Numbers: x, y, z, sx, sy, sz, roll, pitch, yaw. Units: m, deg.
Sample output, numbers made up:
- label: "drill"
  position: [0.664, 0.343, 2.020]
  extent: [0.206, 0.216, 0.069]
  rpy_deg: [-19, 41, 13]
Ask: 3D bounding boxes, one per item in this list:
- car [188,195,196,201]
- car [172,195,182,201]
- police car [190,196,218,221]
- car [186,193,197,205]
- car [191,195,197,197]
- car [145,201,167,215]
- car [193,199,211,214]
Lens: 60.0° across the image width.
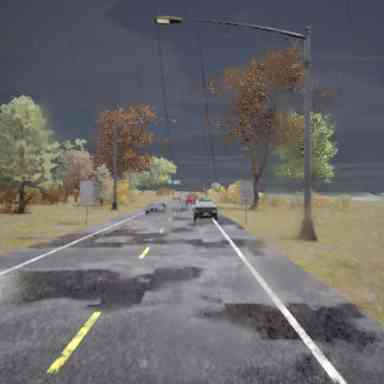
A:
- label: "car"
  position: [0.095, 1.425, 78.512]
  extent: [1.812, 1.442, 4.674]
  rpy_deg: [0, 0, 0]
- label: "car"
  position: [-3.410, 1.342, 75.813]
  extent: [1.882, 1.535, 5.008]
  rpy_deg: [0, 0, 0]
- label: "police car"
  position: [1.046, 1.431, 27.214]
  extent: [1.930, 1.638, 5.238]
  rpy_deg: [0, 0, 0]
- label: "car"
  position: [0.055, 1.220, 60.483]
  extent: [2.150, 2.045, 5.566]
  rpy_deg: [0, 0, 0]
- label: "car"
  position: [1.067, 1.510, 43.097]
  extent: [1.837, 1.490, 4.892]
  rpy_deg: [0, 0, 0]
- label: "car"
  position: [-3.591, 1.570, 33.786]
  extent: [1.994, 1.385, 4.181]
  rpy_deg: [0, 0, 0]
- label: "car"
  position: [1.054, 1.531, 37.098]
  extent: [1.812, 1.442, 4.674]
  rpy_deg: [0, 0, 0]
